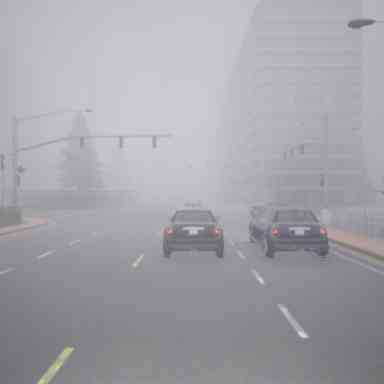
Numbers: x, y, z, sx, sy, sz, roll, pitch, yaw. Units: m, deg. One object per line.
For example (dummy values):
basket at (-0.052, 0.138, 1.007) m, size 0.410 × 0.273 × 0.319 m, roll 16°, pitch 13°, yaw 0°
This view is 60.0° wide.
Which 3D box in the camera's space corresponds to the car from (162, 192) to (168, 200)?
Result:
car at (-7.014, 1.473, 87.352) m, size 1.812 × 1.442 × 4.674 m, roll 0°, pitch 0°, yaw 0°

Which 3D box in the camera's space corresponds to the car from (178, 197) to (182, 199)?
car at (0.065, 1.459, 29.068) m, size 2.128 × 1.511 × 4.902 m, roll 0°, pitch 0°, yaw 0°

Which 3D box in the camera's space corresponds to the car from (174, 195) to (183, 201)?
car at (-3.514, 1.474, 87.358) m, size 2.128 × 1.511 × 4.902 m, roll 0°, pitch 0°, yaw 0°

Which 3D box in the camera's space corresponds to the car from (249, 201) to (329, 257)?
car at (3.563, 1.345, 13.077) m, size 2.097 × 1.767 × 4.553 m, roll 0°, pitch 0°, yaw 0°

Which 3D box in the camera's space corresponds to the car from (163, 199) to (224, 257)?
car at (0.063, 1.345, 13.114) m, size 2.097 × 1.767 × 4.553 m, roll 0°, pitch 0°, yaw 0°

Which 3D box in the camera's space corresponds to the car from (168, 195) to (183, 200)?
car at (-3.511, 1.514, 71.587) m, size 1.994 × 1.385 × 4.181 m, roll 0°, pitch 0°, yaw 0°

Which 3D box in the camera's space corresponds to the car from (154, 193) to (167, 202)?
car at (-7.011, 1.461, 71.579) m, size 1.837 × 1.490 × 4.892 m, roll 0°, pitch 0°, yaw 0°

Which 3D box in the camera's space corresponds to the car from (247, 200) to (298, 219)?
car at (7.064, 1.487, 28.912) m, size 4.674 × 1.442 × 1.812 m, roll -1°, pitch -1°, yaw -38°
